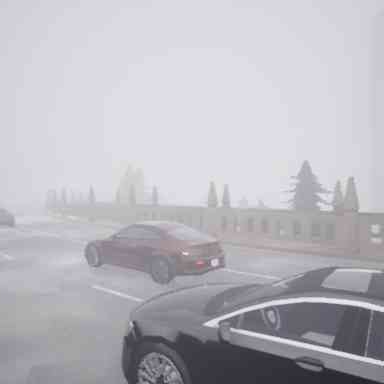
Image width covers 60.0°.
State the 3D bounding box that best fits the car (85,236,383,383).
[{"bbox_3d":[1.414,1.510,3.140,4.902,1.511,2.128,0,0,36],"label":"car"}]

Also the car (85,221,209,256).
[{"bbox_3d":[-1.202,1.569,9.644,4.674,1.442,1.812,0,0,40],"label":"car"}]

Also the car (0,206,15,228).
[{"bbox_3d":[-13.275,1.644,22.261,1.994,1.385,4.181,0,0,-39],"label":"car"}]
